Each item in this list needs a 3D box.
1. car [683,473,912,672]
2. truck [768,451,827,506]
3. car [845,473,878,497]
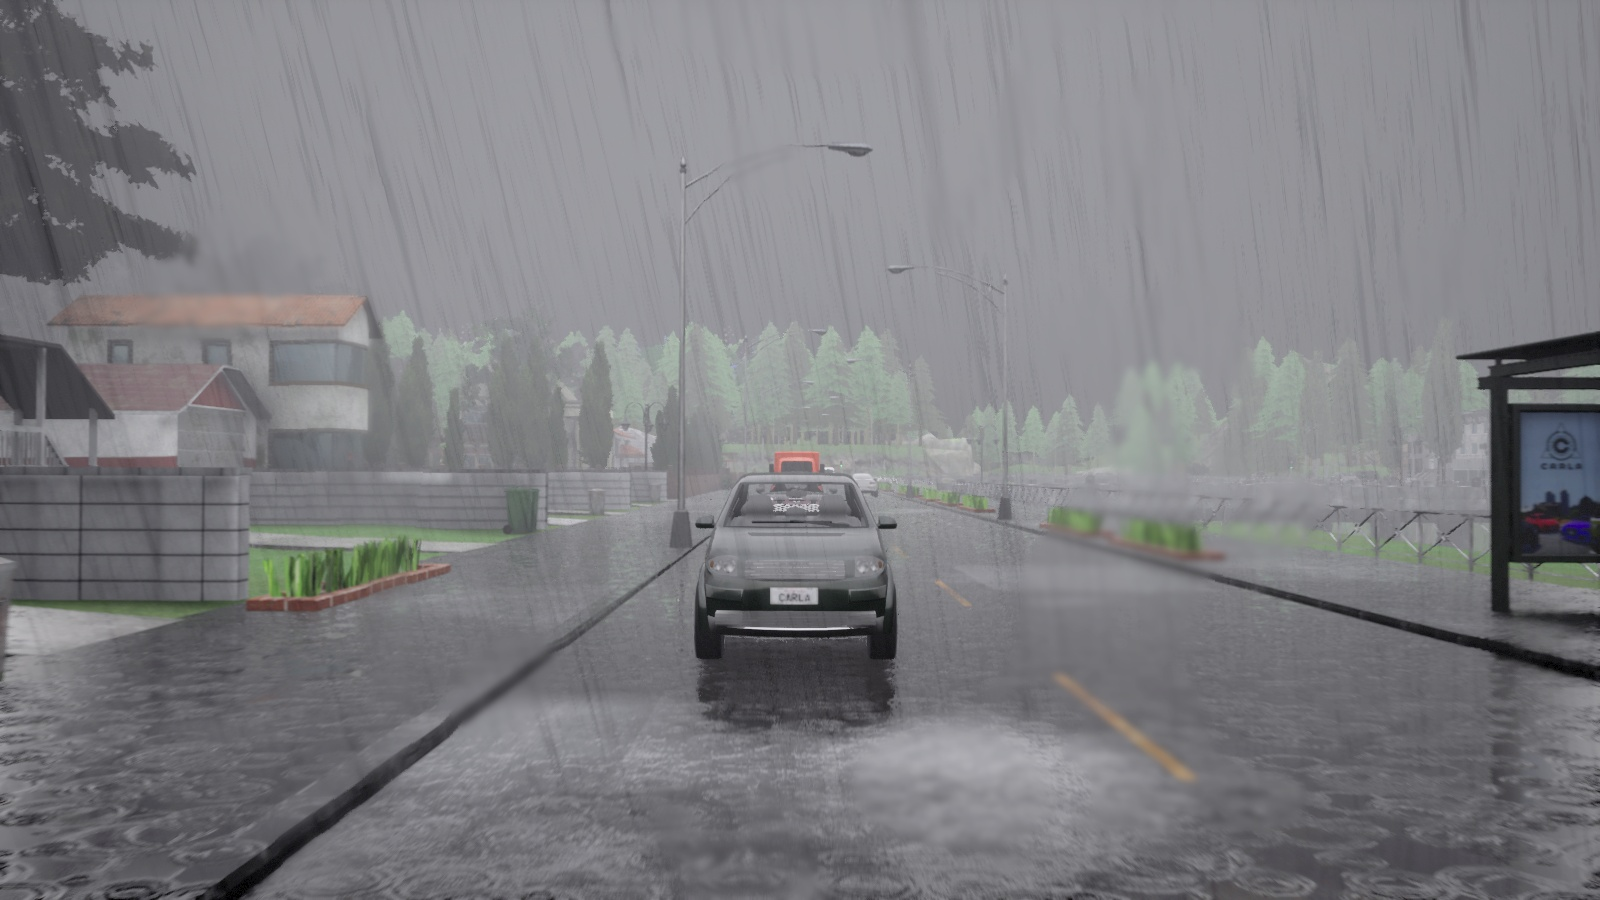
[{"bbox_3d":[-0.028,0.989,11.699,1.789,1.549,3.705,0,-1,0],"label":"car"},{"bbox_3d":[-0.140,1.311,58.710,2.627,2.467,5.204,0,-1,0],"label":"truck"},{"bbox_3d":[3.817,2.132,78.037,1.812,1.442,4.674,0,-1,0],"label":"car"}]
